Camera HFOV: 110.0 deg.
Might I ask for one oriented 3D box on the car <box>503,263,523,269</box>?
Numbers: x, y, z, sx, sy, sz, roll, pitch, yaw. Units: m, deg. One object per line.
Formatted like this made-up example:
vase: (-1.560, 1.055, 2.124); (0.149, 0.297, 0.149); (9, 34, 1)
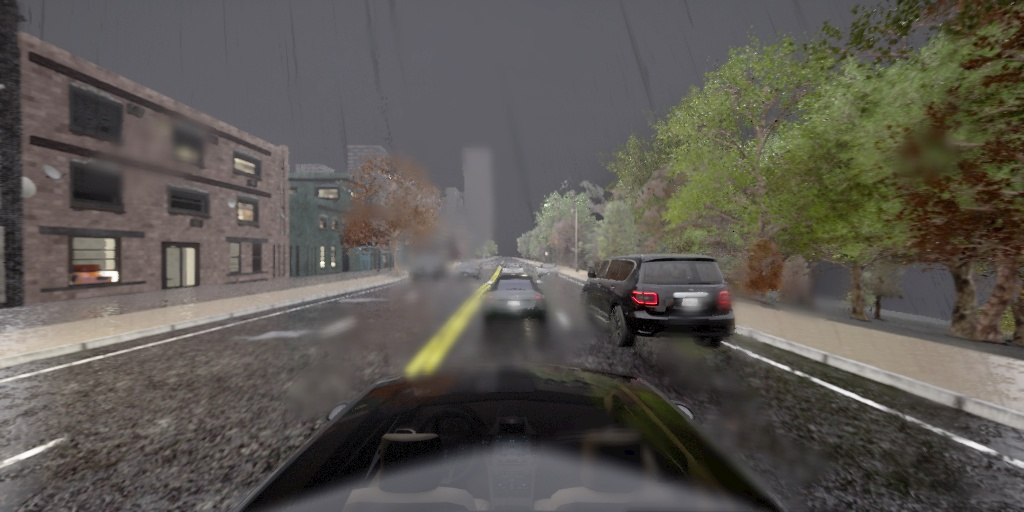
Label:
car: (0.061, 1.346, 33.363); (1.895, 1.301, 4.718); (0, 0, -1)

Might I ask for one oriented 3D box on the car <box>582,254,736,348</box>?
car: (3.351, 0.970, 9.369); (2.150, 2.045, 5.566); (0, 0, 0)

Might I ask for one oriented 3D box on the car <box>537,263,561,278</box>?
car: (3.311, 1.346, 33.331); (1.895, 1.301, 4.718); (0, 0, -1)

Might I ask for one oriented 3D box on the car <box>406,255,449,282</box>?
car: (-6.612, 0.968, 29.315); (2.150, 2.045, 5.566); (0, 0, 0)

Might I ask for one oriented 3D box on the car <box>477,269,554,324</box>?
car: (0.101, 1.312, 11.978); (1.994, 1.385, 4.181); (0, 0, 0)

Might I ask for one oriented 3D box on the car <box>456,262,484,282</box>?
car: (-3.363, 1.251, 29.221); (1.837, 1.490, 4.892); (0, 0, 0)
